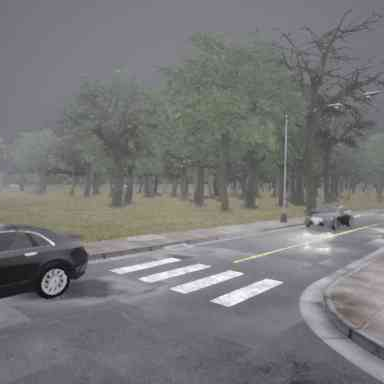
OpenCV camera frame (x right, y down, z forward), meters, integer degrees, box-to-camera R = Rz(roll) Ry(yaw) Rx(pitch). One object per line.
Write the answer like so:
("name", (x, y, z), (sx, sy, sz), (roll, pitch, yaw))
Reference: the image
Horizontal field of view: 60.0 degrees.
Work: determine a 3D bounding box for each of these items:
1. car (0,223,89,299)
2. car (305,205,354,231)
("car", (-4.413, 1.426, 6.383), (1.837, 1.490, 4.892), (2, 1, 41))
("car", (9.022, 1.581, 21.679), (2.128, 1.511, 4.902), (2, 1, 41))
